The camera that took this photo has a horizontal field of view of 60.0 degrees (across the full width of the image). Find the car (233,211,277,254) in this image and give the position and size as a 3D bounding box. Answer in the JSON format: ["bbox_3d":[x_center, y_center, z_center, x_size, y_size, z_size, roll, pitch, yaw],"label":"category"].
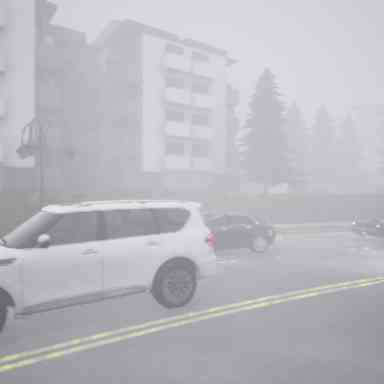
[{"bbox_3d":[0.796,1.470,12.123,4.892,1.490,1.837,0,0,-25],"label":"car"}]

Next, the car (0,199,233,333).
[{"bbox_3d":[-2.126,1.197,6.428,5.566,2.045,2.150,0,0,-32],"label":"car"}]

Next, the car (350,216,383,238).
[{"bbox_3d":[10.063,1.591,15.914,4.718,1.301,1.895,0,0,-15],"label":"car"}]
